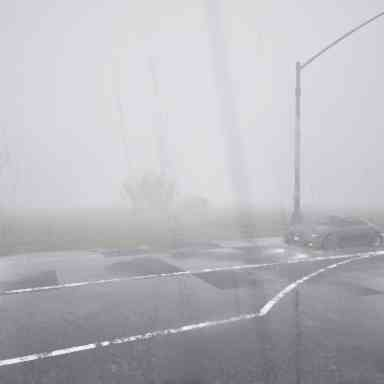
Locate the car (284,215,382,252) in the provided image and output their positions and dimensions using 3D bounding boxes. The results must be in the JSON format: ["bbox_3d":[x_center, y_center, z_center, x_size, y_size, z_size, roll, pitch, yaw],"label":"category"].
[{"bbox_3d":[5.988,1.678,14.117,4.181,1.385,1.994,0,0,-25],"label":"car"}]
